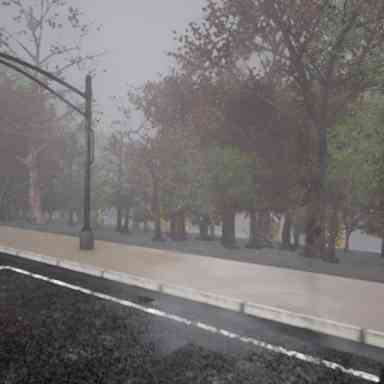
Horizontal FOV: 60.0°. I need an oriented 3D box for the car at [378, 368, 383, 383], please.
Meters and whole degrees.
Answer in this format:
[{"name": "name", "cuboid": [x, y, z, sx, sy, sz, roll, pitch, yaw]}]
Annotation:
[{"name": "car", "cuboid": [3.476, 1.500, 1.162, 5.008, 1.535, 1.882, 1, 0, 36]}]
